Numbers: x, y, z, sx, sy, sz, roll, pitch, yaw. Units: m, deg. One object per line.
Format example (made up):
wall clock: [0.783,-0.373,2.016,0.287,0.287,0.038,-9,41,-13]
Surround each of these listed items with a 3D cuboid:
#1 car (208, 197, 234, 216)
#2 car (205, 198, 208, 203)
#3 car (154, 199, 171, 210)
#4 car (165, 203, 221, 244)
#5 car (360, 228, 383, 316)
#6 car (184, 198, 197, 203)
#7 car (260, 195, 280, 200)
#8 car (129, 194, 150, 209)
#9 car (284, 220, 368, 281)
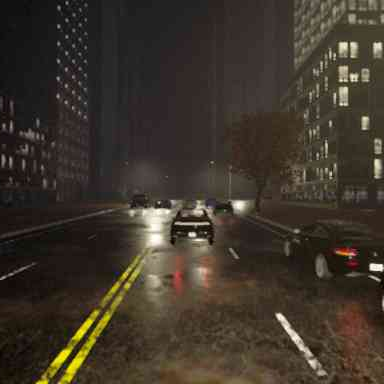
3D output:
car: [3.035,1.535,33.287,2.128,1.511,4.902,0,0,0]
car: [2.898,1.534,48.577,1.882,1.535,5.008,0,0,0]
car: [-3.672,1.594,42.674,1.994,1.385,4.181,0,0,0]
car: [-0.010,1.507,15.820,2.128,1.511,4.902,0,0,0]
car: [4.217,1.495,3.852,1.882,1.535,5.008,0,0,0]
car: [-0.263,1.569,45.161,1.812,1.442,4.674,0,0,0]
car: [19.230,1.425,84.632,4.403,1.369,2.008,0,0,-1]
car: [-6.935,1.247,44.830,2.150,2.045,5.566,0,0,0]
car: [4.166,1.549,9.852,1.812,1.442,4.674,0,0,0]
